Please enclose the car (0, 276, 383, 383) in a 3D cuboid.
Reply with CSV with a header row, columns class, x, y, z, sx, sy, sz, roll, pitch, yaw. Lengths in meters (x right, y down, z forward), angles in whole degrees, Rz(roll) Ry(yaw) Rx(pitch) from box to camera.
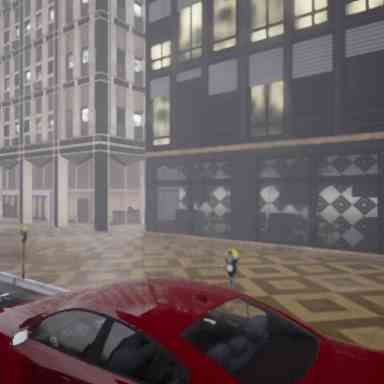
class,x,y,z,sx,sy,sz,roll,pitch,yaw
car,-0.528,1.551,3.244,4.507,1.381,1.887,0,0,35
